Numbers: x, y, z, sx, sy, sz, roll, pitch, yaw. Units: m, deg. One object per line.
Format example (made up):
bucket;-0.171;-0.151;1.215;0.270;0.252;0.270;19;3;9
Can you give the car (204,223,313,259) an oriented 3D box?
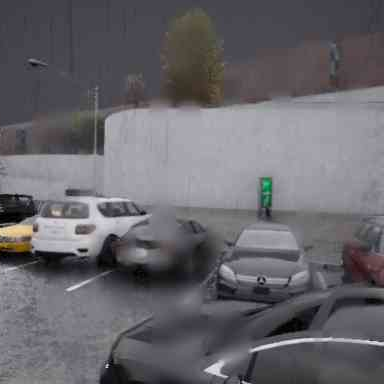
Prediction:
car;1.857;1.523;8.163;2.002;1.452;4.674;1;0;16

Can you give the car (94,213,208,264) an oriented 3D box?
car;-0.592;1.497;9.939;2.163;1.488;4.792;0;-1;16

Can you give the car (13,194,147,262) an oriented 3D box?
car;-3.030;1.200;11.682;2.435;2.045;5.566;0;0;15

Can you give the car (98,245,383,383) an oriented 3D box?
car;1.385;1.505;2.391;4.892;1.490;1.837;0;0;36

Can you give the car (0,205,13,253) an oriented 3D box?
car;-5.531;1.425;13.220;1.946;1.575;5.366;1;0;15

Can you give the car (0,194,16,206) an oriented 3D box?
car;-10.369;1.123;16.857;2.435;2.045;5.566;1;0;16

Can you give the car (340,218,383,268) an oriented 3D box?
car;4.308;1.361;6.450;2.185;1.767;4.553;1;-1;16
